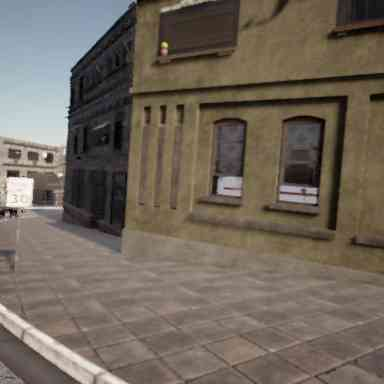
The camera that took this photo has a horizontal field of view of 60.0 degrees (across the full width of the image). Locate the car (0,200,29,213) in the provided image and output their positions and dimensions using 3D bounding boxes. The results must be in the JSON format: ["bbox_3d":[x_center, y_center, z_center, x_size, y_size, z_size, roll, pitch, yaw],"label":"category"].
[{"bbox_3d":[-23.399,1.869,43.358,1.812,1.442,4.674,4,-1,3],"label":"car"}]

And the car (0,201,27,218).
[{"bbox_3d":[-19.699,1.879,35.019,1.882,1.535,5.008,4,-2,-6],"label":"car"}]
